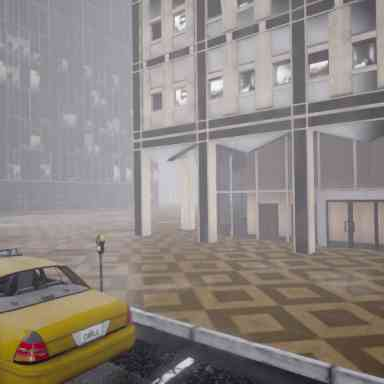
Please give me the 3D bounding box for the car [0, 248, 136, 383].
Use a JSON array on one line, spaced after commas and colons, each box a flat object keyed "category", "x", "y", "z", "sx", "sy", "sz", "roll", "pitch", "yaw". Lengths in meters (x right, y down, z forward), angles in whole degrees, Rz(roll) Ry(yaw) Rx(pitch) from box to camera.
[{"category": "car", "x": -2.988, "y": 1.528, "z": 5.021, "sx": 4.829, "sy": 1.417, "sz": 1.752, "roll": 0, "pitch": -1, "yaw": 36}]
